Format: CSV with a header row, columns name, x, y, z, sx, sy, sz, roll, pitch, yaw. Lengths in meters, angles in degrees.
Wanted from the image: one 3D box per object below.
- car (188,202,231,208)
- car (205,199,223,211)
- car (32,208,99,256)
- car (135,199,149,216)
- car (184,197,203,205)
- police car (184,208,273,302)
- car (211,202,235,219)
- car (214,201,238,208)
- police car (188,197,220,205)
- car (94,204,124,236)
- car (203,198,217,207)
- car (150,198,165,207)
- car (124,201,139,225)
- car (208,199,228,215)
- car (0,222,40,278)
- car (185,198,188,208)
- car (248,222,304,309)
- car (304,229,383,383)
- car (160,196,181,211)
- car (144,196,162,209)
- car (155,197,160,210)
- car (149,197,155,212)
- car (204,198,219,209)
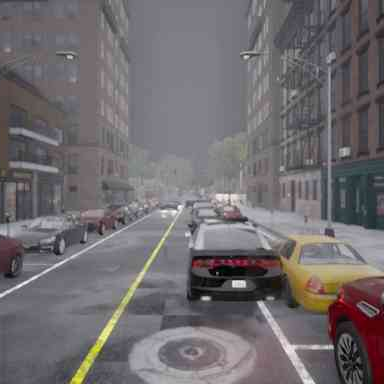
name,x,y,z,sx,sy,sz,roll,pitch,yaw
car,0.844,1.520,18.355,1.812,1.442,4.674,0,0,0
car,2.678,1.541,40.613,1.887,1.381,4.507,0,0,0
car,-5.373,1.546,13.025,2.008,1.369,4.403,0,0,0
car,-5.357,1.543,29.581,2.008,1.369,4.403,0,0,0
car,0.361,1.570,59.775,1.994,1.385,4.181,0,0,23
police car,0.834,1.422,8.464,1.930,1.638,5.238,0,0,0
car,2.668,1.574,29.577,1.802,1.307,4.206,0,0,0
car,2.663,1.575,24.059,1.802,1.307,4.206,0,0,0
police car,0.850,1.418,24.464,1.930,1.638,5.238,0,0,0
car,-5.368,1.539,18.544,1.887,1.381,4.507,0,0,0
car,2.689,1.567,51.650,1.947,1.339,4.313,0,0,0
car,-5.336,1.583,51.656,1.802,1.307,4.206,0,0,0
car,-5.362,1.559,24.063,1.947,1.339,4.313,0,0,0
car,2.673,1.519,35.265,1.752,1.417,4.829,0,0,0
car,-5.379,1.579,7.506,1.802,1.307,4.206,0,0,0
car,0.072,1.477,47.124,1.882,1.535,5.008,0,0,1
car,2.642,1.523,7.672,1.752,1.417,4.829,0,0,0
car,2.641,1.314,1.986,2.192,1.841,5.009,0,0,0
car,-2.799,1.560,41.274,1.994,1.385,4.181,0,0,0
car,-5.341,1.439,46.138,1.967,1.590,4.097,0,0,0
car,-5.347,1.521,40.448,1.752,1.417,4.829,0,0,0
car,-5.352,1.434,35.100,1.967,1.590,4.097,0,0,0
car,2.684,1.581,46.131,1.802,1.307,4.206,0,0,0
